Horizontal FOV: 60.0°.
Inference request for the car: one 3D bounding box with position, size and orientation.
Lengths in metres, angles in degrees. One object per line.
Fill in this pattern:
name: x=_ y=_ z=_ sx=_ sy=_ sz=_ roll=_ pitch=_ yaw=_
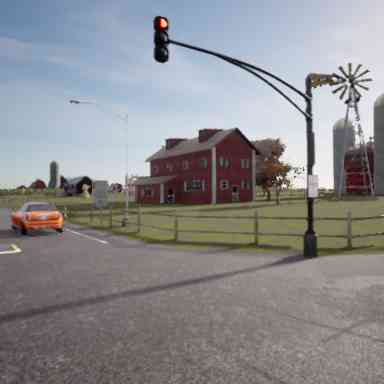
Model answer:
car: x=-9.107 y=1.378 z=19.432 sx=2.097 sy=1.767 sz=4.553 roll=0 pitch=0 yaw=-35
